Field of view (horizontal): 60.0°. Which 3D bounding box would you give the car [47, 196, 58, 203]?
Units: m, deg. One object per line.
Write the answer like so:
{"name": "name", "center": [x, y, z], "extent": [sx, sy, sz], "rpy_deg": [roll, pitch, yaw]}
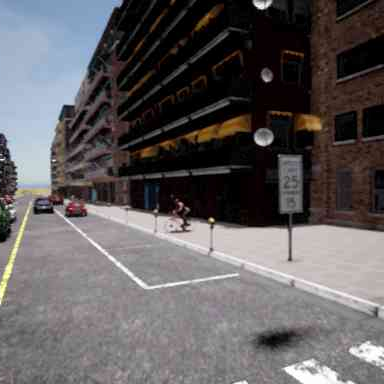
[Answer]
{"name": "car", "center": [-30.105, 1.556, 71.751], "extent": [1.887, 1.381, 4.507], "rpy_deg": [-3, 1, -25]}

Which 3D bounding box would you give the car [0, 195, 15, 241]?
{"name": "car", "center": [-10.582, 1.305, 17.011], "extent": [2.150, 2.045, 5.566], "rpy_deg": [-1, 1, -25]}

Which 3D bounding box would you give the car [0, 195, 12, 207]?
{"name": "car", "center": [-32.789, 1.511, 57.883], "extent": [2.192, 1.841, 5.009], "rpy_deg": [-3, 1, -25]}

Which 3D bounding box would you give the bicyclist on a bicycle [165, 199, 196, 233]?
{"name": "bicyclist on a bicycle", "center": [-0.578, 1.176, 16.265], "extent": [1.656, 1.620, 0.582], "rpy_deg": [-2, 1, -25]}

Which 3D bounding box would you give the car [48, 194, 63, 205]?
{"name": "car", "center": [-25.271, 1.319, 61.505], "extent": [2.192, 1.841, 5.009], "rpy_deg": [-3, 1, -25]}

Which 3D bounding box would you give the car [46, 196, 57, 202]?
{"name": "car", "center": [-32.521, 1.579, 76.874], "extent": [1.947, 1.339, 4.313], "rpy_deg": [-3, 1, -25]}

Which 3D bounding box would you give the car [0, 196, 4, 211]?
{"name": "car", "center": [-25.525, 1.495, 42.521], "extent": [2.192, 1.841, 5.009], "rpy_deg": [-3, 1, -25]}

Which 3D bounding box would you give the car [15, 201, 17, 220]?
{"name": "car", "center": [-14.811, 1.697, 25.998], "extent": [1.895, 1.301, 4.718], "rpy_deg": [-1, 1, -25]}

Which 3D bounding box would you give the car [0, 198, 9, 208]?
{"name": "car", "center": [-30.360, 1.736, 52.767], "extent": [1.887, 1.381, 4.507], "rpy_deg": [-3, 1, -25]}

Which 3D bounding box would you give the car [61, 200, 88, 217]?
{"name": "car", "center": [-10.733, 1.549, 30.785], "extent": [1.802, 1.307, 4.206], "rpy_deg": [-3, 1, -25]}

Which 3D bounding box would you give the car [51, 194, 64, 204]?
{"name": "car", "center": [-22.849, 1.314, 56.384], "extent": [2.192, 1.841, 5.009], "rpy_deg": [-3, 1, -25]}

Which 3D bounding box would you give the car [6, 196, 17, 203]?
{"name": "car", "center": [-42.467, 1.774, 78.373], "extent": [1.947, 1.339, 4.313], "rpy_deg": [-3, 1, -25]}

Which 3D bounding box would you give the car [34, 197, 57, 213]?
{"name": "car", "center": [-16.480, 1.599, 36.985], "extent": [1.994, 1.385, 4.181], "rpy_deg": [-1, 1, -25]}
